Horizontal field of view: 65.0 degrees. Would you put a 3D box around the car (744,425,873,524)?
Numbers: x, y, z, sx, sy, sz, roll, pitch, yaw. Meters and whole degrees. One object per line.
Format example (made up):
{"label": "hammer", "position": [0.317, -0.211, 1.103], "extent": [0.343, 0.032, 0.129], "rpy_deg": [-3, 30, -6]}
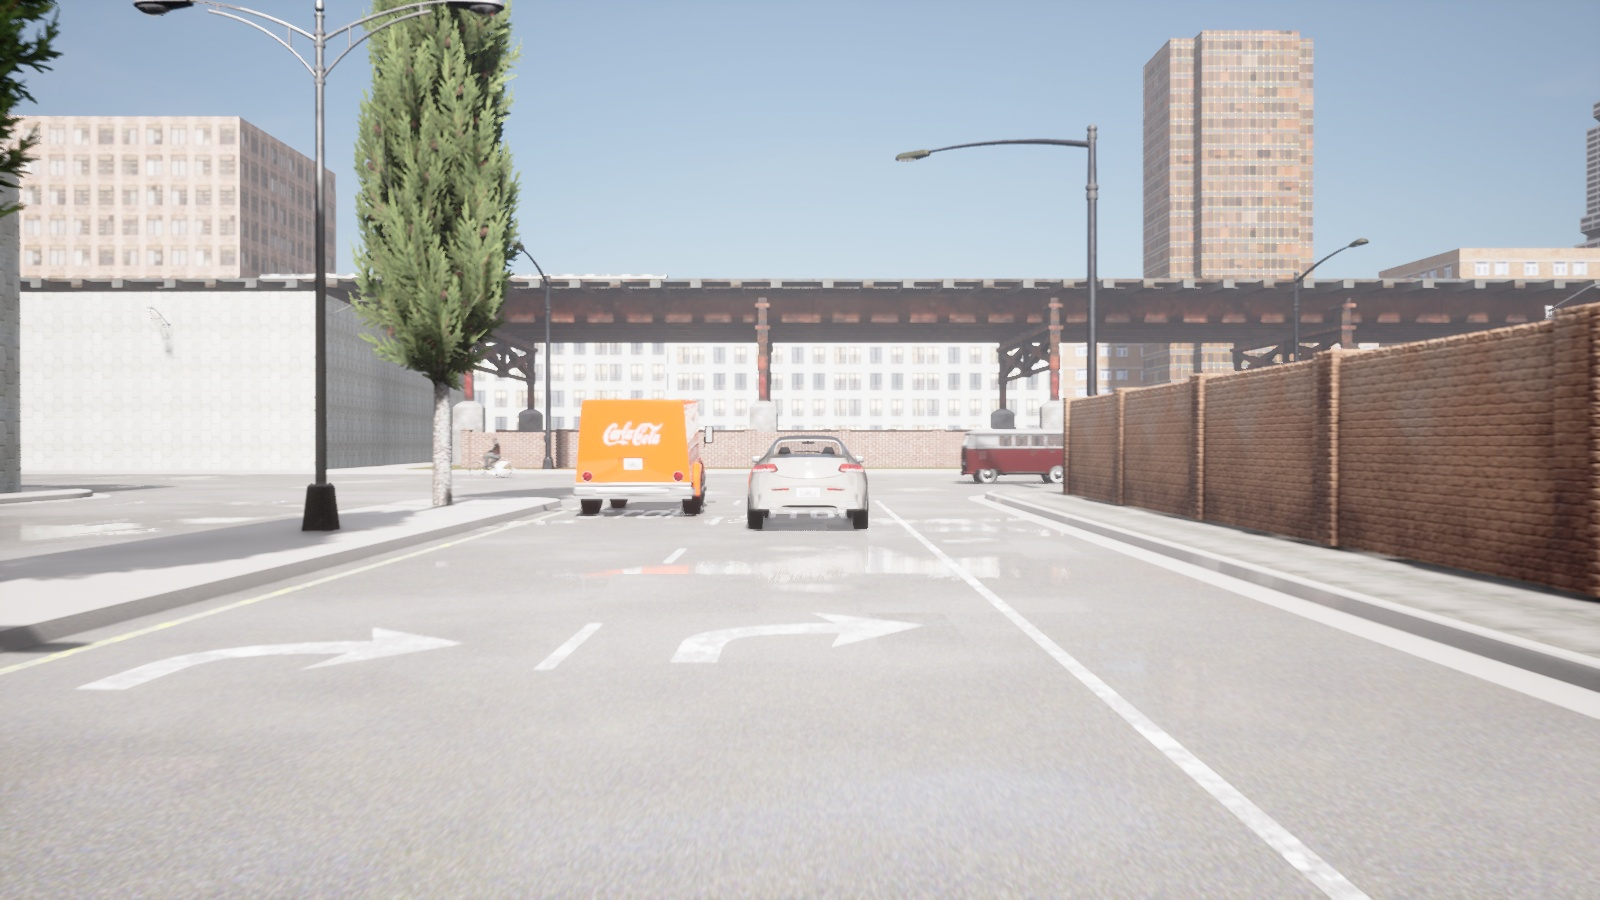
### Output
{"label": "car", "position": [0.149, 0.393, 23.495], "extent": [2.152, 1.651, 5.027], "rpy_deg": [0, 0, 0]}

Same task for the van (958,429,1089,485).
{"label": "van", "position": [8.105, 0.248, 45.700], "extent": [4.442, 1.987, 1.775], "rpy_deg": [0, 0, 0]}

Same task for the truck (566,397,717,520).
{"label": "truck", "position": [-3.328, 0.114, 27.681], "extent": [2.627, 2.467, 5.204], "rpy_deg": [0, 1, 0]}

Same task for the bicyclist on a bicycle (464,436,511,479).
{"label": "bicyclist on a bicycle", "position": [-13.191, 0.308, 53.017], "extent": [1.843, 1.776, 0.659], "rpy_deg": [0, 0, 1]}
